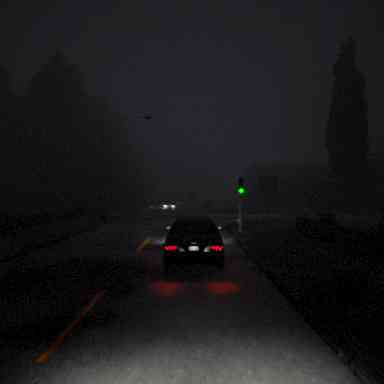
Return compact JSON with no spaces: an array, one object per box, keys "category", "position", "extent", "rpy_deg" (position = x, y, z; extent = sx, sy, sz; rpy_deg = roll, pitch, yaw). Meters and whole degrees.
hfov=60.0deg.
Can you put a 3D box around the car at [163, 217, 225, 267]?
[{"category":"car","position":[0.064,1.556,11.410],"extent":[2.033,1.411,5.357],"rpy_deg":[0,0,0]}]

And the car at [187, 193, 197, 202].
[{"category":"car","position":[-0.009,1.273,78.240],"extent":[2.150,2.045,5.566],"rpy_deg":[0,0,0]}]

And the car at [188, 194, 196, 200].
[{"category":"car","position":[-0.010,1.396,88.630],"extent":[1.837,1.490,4.892],"rpy_deg":[0,0,0]}]

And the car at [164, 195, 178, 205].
[{"category":"car","position":[-4.046,1.644,60.415],"extent":[1.895,1.301,4.718],"rpy_deg":[0,0,1]}]
